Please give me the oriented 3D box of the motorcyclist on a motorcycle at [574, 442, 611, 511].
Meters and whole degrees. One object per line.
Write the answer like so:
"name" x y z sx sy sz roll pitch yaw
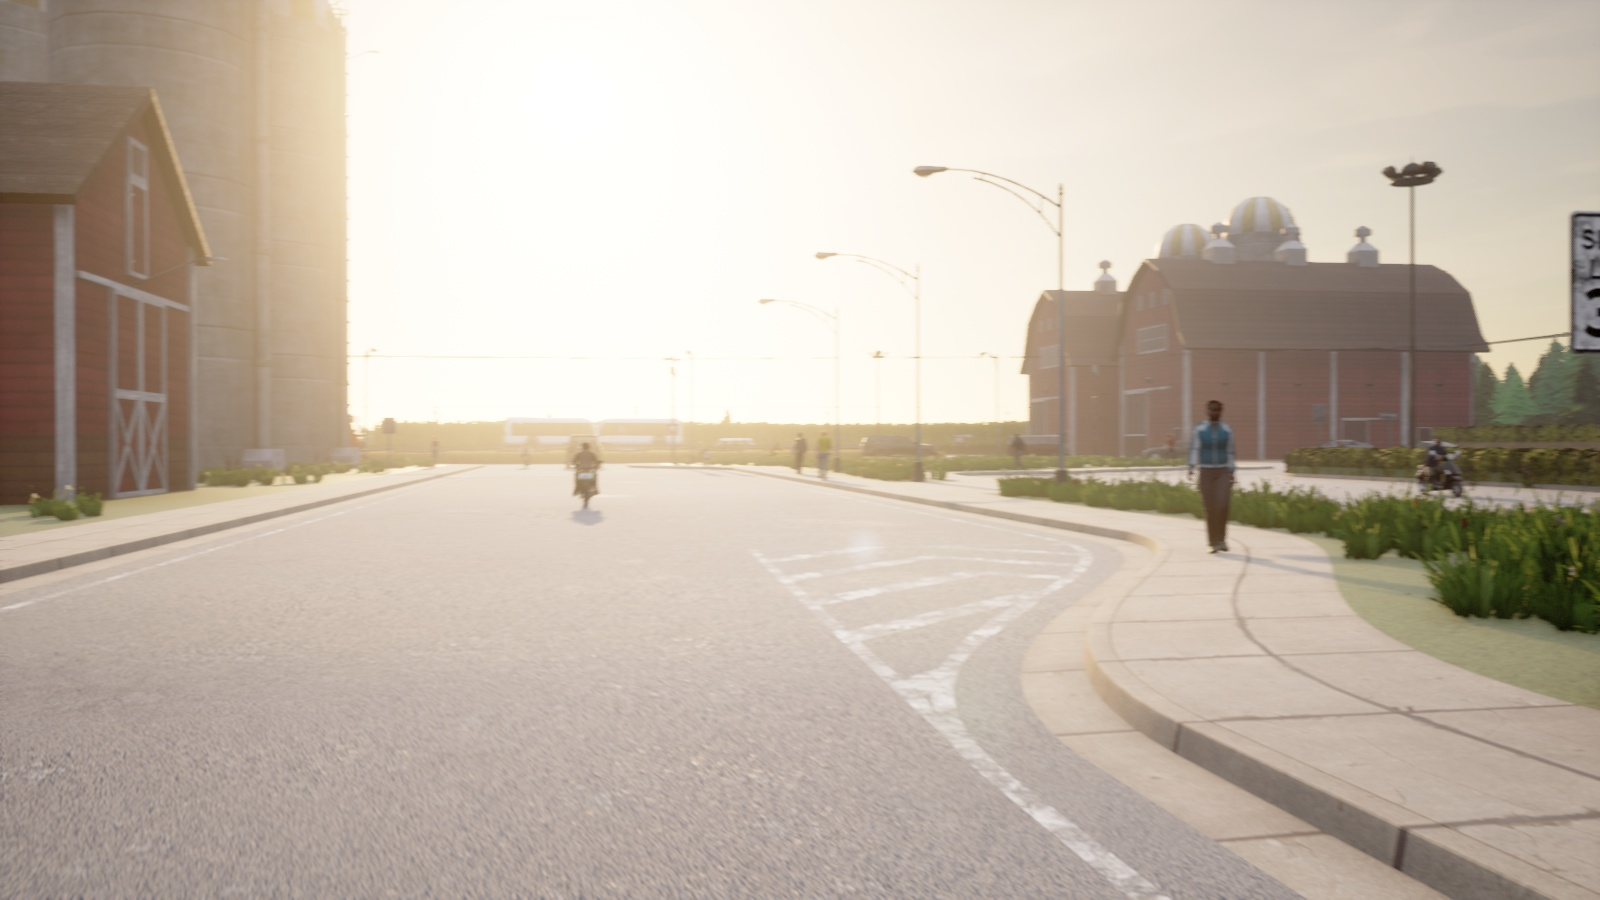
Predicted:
"motorcyclist on a motorcycle" -4.700 0.572 28.493 0.797 1.523 2.044 0 0 -10

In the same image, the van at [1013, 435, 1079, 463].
"van" 17.589 -0.070 89.870 4.442 1.987 1.775 0 0 20

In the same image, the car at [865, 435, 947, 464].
"car" 7.594 -0.067 90.554 5.566 2.045 2.150 0 0 -8

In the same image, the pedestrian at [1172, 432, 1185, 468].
"pedestrian" 19.566 -0.001 64.942 0.636 1.846 0.331 0 0 -38

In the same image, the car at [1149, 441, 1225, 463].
"car" 27.369 0.140 88.845 4.892 1.490 1.837 0 0 25

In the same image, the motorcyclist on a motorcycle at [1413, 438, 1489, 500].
"motorcyclist on a motorcycle" 17.205 0.483 33.246 0.866 1.590 1.817 0 0 -9

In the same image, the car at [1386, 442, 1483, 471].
"car" 33.185 0.318 65.856 2.163 1.488 4.792 0 0 -9

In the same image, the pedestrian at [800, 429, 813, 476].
"pedestrian" 0.272 0.099 52.607 0.423 1.949 0.788 0 0 -10

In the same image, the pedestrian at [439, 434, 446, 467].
"pedestrian" -20.056 0.027 70.402 0.345 1.836 0.594 0 0 -14

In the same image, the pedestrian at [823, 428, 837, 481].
"pedestrian" 1.048 0.146 44.187 0.354 1.836 0.706 0 0 -10

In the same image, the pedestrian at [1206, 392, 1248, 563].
"pedestrian" 4.956 0.310 14.588 0.396 1.930 0.692 0 0 14

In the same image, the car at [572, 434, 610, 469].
"car" -12.622 0.048 75.832 2.150 2.045 5.566 0 0 -10

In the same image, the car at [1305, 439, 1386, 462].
"car" 36.814 0.062 84.852 4.902 1.511 2.128 0 0 19

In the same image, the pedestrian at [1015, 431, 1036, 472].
"pedestrian" 10.351 0.055 57.615 0.849 1.883 0.563 0 0 -38

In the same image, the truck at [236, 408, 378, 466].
"truck" -32.994 -0.854 84.363 8.468 3.827 2.891 0 0 -9
